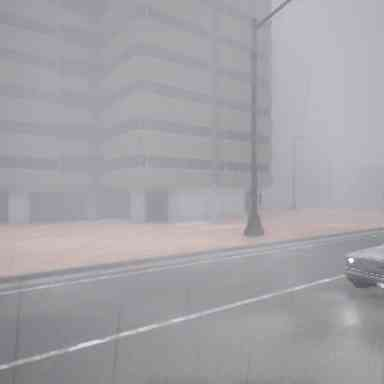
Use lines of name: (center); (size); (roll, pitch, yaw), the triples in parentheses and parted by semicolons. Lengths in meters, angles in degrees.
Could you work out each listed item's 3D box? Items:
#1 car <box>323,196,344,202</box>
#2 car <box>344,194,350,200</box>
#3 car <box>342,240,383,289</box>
car: (33.517, 1.725, 79.953); (1.970, 1.475, 3.806); (0, -1, -37)
car: (40.641, 1.345, 83.949); (2.152, 1.636, 5.027); (0, 0, -37)
car: (5.688, 1.592, 8.009); (4.718, 1.301, 1.895); (0, 0, -35)
